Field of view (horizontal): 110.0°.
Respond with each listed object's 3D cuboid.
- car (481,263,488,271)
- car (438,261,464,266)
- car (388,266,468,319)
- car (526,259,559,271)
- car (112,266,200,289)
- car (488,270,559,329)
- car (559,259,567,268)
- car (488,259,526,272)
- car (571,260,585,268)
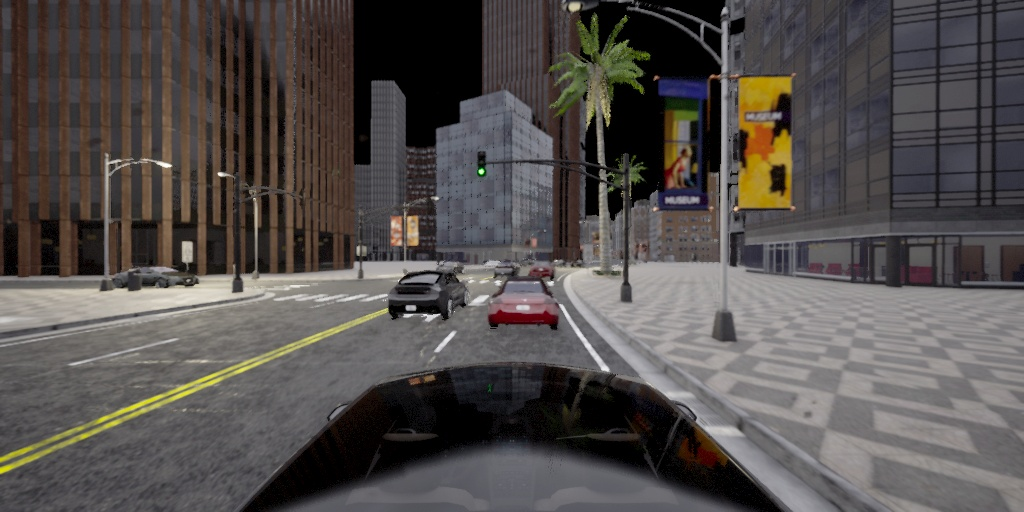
[{"bbox_3d":[-2.754,1.348,51.782,1.812,1.442,4.674,0,0,17],"label":"car"},{"bbox_3d":[-6.370,1.295,37.212,1.837,1.490,4.892,0,0,12],"label":"car"},{"bbox_3d":[-2.777,1.258,12.744,1.837,1.490,4.892,0,0,3],"label":"car"},{"bbox_3d":[2.773,1.140,32.019,2.097,1.767,4.553,0,0,10],"label":"car"},{"bbox_3d":[-22.088,1.341,22.268,4.181,1.385,1.994,0,0,-1],"label":"car"},{"bbox_3d":[0.391,1.317,11.338,1.994,1.385,4.181,0,0,3],"label":"car"},{"bbox_3d":[8.519,1.360,64.524,2.128,1.511,4.902,0,0,22],"label":"car"},{"bbox_3d":[-0.387,1.278,32.809,2.128,1.511,4.902,0,0,10],"label":"car"},{"bbox_3d":[11.737,1.379,63.822,1.837,1.490,4.892,0,0,22],"label":"car"}]
